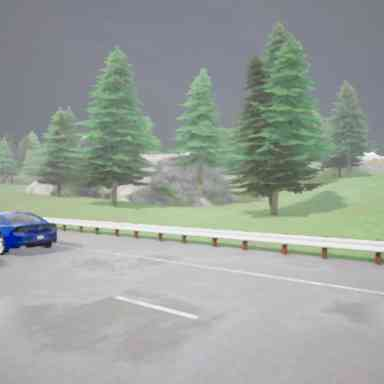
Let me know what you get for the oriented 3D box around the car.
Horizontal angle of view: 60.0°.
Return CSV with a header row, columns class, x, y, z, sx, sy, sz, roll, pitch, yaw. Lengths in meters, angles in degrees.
class,x,y,z,sx,sy,sz,roll,pitch,yaw
car,-7.579,1.529,13.641,5.008,1.535,1.882,0,0,35
